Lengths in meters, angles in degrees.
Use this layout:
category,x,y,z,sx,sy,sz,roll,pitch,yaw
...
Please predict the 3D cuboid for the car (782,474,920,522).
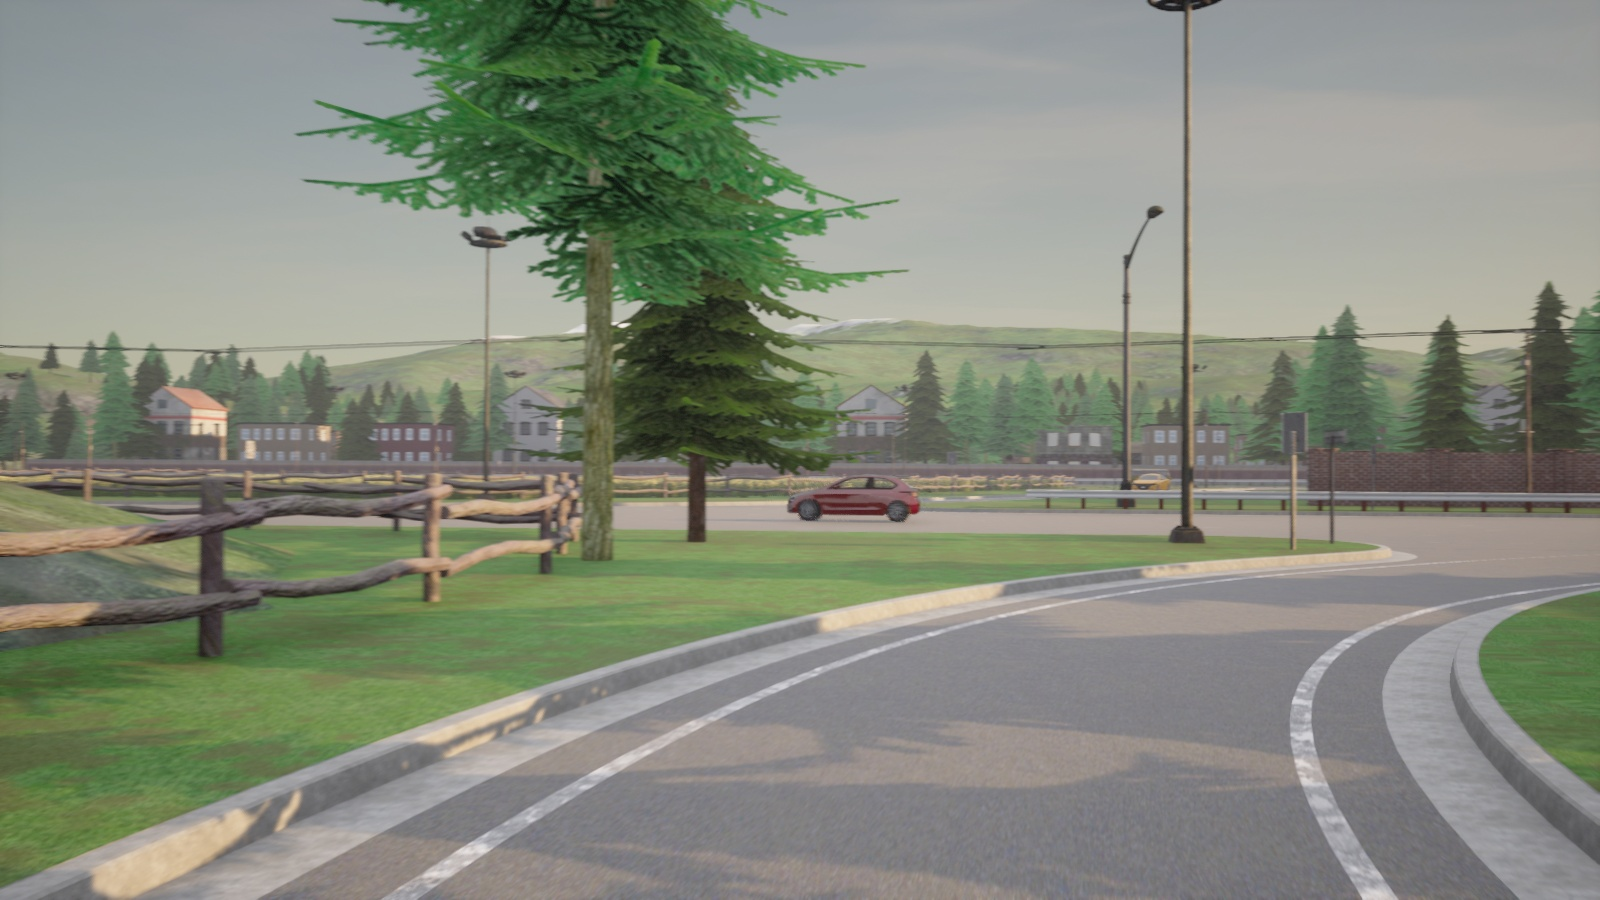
category,x,y,z,sx,sy,sz,roll,pitch,yaw
car,1.649,1.486,39.388,4.193,1.474,1.816,0,-1,7
